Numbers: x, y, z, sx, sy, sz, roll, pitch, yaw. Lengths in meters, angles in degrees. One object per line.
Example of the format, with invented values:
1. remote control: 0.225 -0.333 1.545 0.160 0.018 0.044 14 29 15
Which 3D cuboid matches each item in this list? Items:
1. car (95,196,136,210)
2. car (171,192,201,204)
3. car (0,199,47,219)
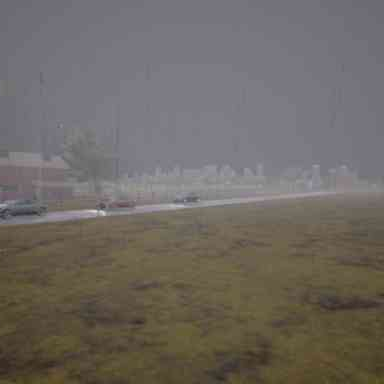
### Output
1. car: -7.688 1.058 33.802 1.994 1.385 4.181 1 2 36
2. car: -0.693 0.754 43.488 1.837 1.490 4.892 1 2 36
3. car: -13.497 1.256 25.782 1.994 1.385 4.181 1 2 34
